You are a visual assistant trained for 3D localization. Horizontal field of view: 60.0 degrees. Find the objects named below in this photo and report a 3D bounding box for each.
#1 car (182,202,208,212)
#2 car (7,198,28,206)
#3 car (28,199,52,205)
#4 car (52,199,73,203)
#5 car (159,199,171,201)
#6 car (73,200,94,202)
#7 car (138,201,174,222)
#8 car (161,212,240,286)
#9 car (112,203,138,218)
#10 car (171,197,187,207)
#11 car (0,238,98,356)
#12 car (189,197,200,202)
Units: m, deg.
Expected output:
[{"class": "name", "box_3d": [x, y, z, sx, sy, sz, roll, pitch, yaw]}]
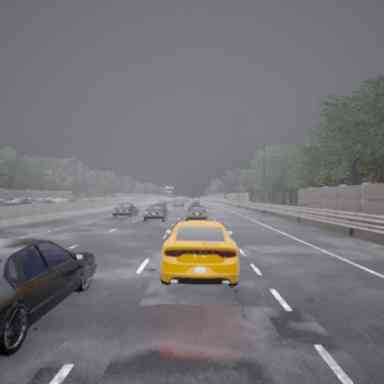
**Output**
[{"class": "car", "box_3d": [0.439, 1.857, 29.212, 2.033, 1.411, 5.357, 1, -1, 1]}, {"class": "car", "box_3d": [-27.317, 1.725, 52.966, 1.882, 1.535, 5.008, 1, -1, 1]}, {"class": "car", "box_3d": [-23.796, 1.854, 53.823, 2.033, 1.411, 5.357, 1, -1, 1]}, {"class": "car", "box_3d": [-20.305, 1.882, 53.879, 1.812, 1.442, 4.674, 1, -1, 1]}, {"class": "car", "box_3d": [-6.106, 2.290, 68.972, 2.128, 1.511, 4.902, 1, -1, 1]}, {"class": "car", "box_3d": [-16.806, 1.951, 53.765, 2.033, 1.411, 5.357, 1, -1, 1]}, {"class": "car", "box_3d": [-3.062, 1.809, 29.253, 2.033, 1.411, 5.357, 1, -1, 1]}, {"class": "car", "box_3d": [0.215, 1.573, 9.743, 1.882, 1.535, 5.008, 1, -1, 1]}, {"class": "car", "box_3d": [-6.518, 1.807, 33.042, 2.033, 1.411, 5.357, 1, -1, 1]}, {"class": "car", "box_3d": [-2.607, 2.386, 68.973, 1.994, 1.385, 4.181, 1, -1, 1]}, {"class": "car", "box_3d": [-3.330, 1.557, 6.019, 2.033, 1.411, 5.357, 1, -1, 1]}, {"class": "car", "box_3d": [0.894, 2.377, 68.942, 1.837, 1.490, 4.892, 1, -1, 1]}]
